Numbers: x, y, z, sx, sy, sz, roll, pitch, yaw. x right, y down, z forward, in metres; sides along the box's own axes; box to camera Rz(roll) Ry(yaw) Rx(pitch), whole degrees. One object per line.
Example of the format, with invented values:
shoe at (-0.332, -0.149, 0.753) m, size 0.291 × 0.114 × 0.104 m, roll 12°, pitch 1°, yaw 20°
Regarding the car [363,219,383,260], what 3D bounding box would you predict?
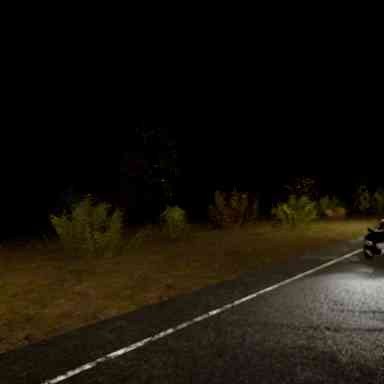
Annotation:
car at (8.290, 1.793, 13.221) m, size 2.128 × 1.511 × 4.902 m, roll -4°, pitch -3°, yaw 42°
